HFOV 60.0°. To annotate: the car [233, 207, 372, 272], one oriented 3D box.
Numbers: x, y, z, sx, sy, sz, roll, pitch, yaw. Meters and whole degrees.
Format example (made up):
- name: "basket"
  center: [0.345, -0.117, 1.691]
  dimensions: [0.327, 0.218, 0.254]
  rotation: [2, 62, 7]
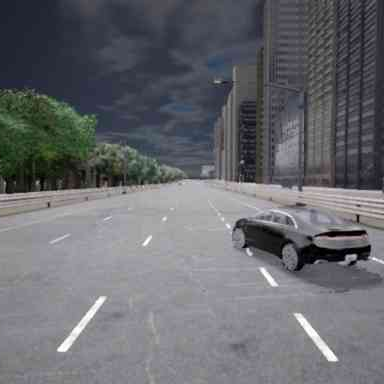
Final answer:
- name: "car"
  center: [2.854, 1.182, 9.804]
  dimensions: [2.128, 1.511, 4.902]
  rotation: [0, 2, -18]
